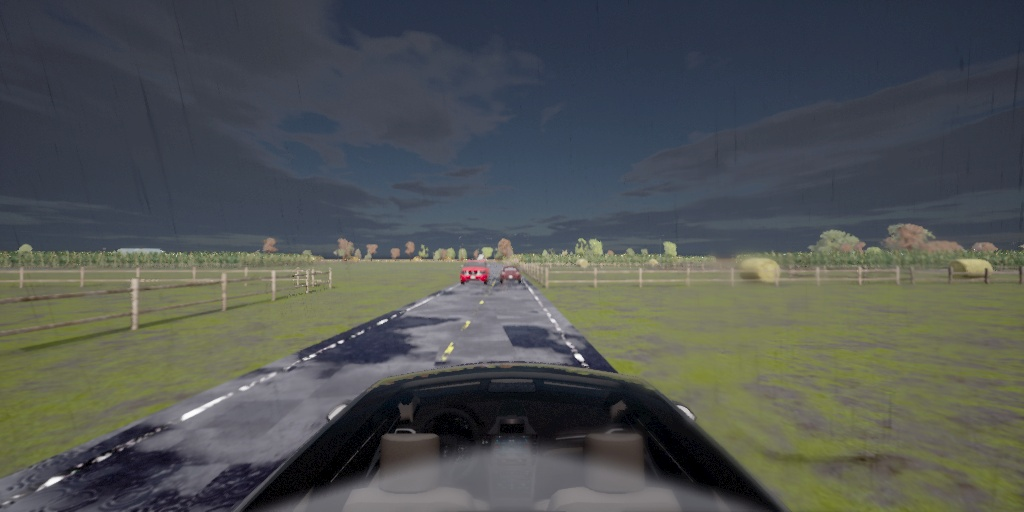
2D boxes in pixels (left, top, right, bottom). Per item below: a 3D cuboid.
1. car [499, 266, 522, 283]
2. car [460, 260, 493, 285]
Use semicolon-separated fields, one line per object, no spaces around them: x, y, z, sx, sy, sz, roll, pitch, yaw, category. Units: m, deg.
-0.141;1.653;32.709;1.812;1.442;4.674;0;-1;-1;car
-3.054;1.322;30.458;2.150;2.045;5.566;0;-1;-1;car
